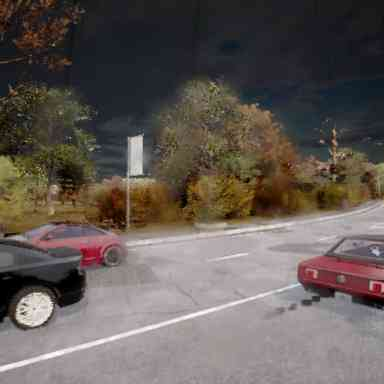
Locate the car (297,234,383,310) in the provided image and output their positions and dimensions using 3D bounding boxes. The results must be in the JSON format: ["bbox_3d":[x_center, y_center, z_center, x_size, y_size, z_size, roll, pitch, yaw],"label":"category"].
[{"bbox_3d":[4.451,1.614,7.431,4.718,1.301,1.895,0,0,-40],"label":"car"}]

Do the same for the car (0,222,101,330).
[{"bbox_3d":[-4.288,1.502,5.359,5.008,1.535,1.882,0,0,-36],"label":"car"}]

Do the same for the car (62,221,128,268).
[{"bbox_3d":[-4.044,1.600,9.908,4.181,1.385,1.994,0,0,-37],"label":"car"}]
